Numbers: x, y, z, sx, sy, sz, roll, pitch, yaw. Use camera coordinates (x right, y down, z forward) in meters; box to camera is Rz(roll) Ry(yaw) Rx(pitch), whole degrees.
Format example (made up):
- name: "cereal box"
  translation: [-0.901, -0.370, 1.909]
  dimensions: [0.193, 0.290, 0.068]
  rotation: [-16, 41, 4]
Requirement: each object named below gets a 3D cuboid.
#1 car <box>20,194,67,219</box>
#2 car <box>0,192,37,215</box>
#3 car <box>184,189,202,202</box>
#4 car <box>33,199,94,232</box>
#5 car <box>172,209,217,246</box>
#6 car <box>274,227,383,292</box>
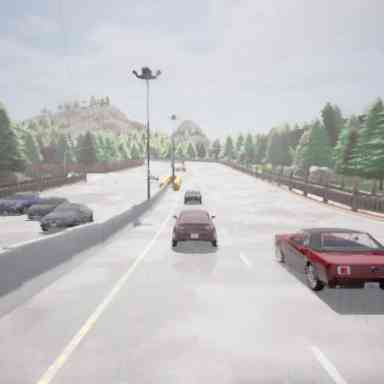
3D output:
- name: "car"
  translation: [-10.588, 1.132, 25.034]
  dimensions: [1.837, 1.490, 4.892]
  rotation: [0, 3, 0]
- name: "car"
  translation: [-14.087, 0.842, 27.401]
  dimensions: [2.097, 1.767, 4.553]
  rotation: [0, 4, 0]
- name: "car"
  translation: [0.105, 0.344, 36.758]
  dimensions: [1.895, 1.301, 4.718]
  rotation: [0, 6, 0]
- name: "car"
  translation: [-7.100, 1.383, 19.436]
  dimensions: [1.812, 1.442, 4.674]
  rotation: [0, 2, 0]
- name: "car"
  translation: [0.102, 1.482, 14.961]
  dimensions: [1.812, 1.442, 4.674]
  rotation: [0, 1, 0]
- name: "car"
  translation: [3.601, 1.587, 8.866]
  dimensions: [1.895, 1.301, 4.718]
  rotation: [0, 0, 0]
